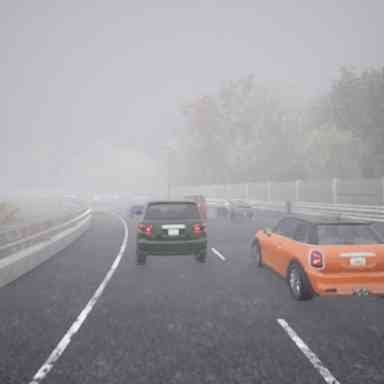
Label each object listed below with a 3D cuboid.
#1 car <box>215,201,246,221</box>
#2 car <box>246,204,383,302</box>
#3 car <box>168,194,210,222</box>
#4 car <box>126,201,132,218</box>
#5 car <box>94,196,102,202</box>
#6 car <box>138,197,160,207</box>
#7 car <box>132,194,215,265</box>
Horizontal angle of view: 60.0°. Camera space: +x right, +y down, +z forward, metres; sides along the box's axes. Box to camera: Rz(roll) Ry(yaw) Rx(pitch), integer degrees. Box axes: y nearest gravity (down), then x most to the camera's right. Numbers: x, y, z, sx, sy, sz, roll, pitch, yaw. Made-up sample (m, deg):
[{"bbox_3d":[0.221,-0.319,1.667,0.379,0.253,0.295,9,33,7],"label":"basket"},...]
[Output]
[{"bbox_3d":[3.327,1.469,27.249,2.128,1.511,4.902,0,0,-16],"label":"car"},{"bbox_3d":[3.007,1.336,8.447,2.097,1.767,4.553,0,0,-4],"label":"car"},{"bbox_3d":[-0.391,1.215,27.753,2.150,2.045,5.566,0,0,-15],"label":"car"},{"bbox_3d":[-4.977,1.492,30.793,1.882,1.535,5.008,0,0,-17],"label":"car"},{"bbox_3d":[-23.263,1.610,82.188,1.812,1.442,4.674,0,0,-20],"label":"car"},{"bbox_3d":[-6.823,1.584,52.618,1.994,1.385,4.181,0,0,-28],"label":"car"},{"bbox_3d":[-0.846,1.221,12.002,2.150,2.045,5.566,0,0,-7],"label":"car"}]
